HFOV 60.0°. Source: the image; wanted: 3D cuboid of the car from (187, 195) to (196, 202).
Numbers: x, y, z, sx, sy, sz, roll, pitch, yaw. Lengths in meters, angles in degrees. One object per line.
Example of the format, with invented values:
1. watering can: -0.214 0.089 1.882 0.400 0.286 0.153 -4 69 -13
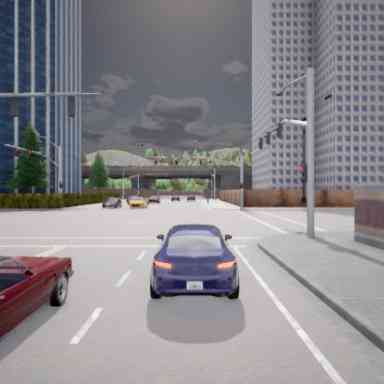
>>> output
1. car: -0.162 1.425 74.567 1.837 1.490 4.892 0 0 0

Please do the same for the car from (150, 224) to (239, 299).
1. car: 0.060 1.520 8.291 1.812 1.442 4.674 0 0 0

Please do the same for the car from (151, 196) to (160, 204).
1. car: -7.168 1.433 63.538 1.882 1.535 5.008 0 0 0

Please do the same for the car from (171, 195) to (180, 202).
1. car: -3.662 1.449 74.560 1.812 1.442 4.674 0 0 0

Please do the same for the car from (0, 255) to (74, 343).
1. car: -3.450 1.597 5.023 1.895 1.301 4.718 0 0 0

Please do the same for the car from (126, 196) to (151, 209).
1. car: -7.184 1.446 44.697 1.882 1.535 5.008 0 0 0

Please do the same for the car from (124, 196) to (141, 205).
1. car: -10.689 1.449 60.225 2.128 1.511 4.902 0 0 0

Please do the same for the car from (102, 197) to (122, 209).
1. car: -10.690 1.460 44.615 2.128 1.511 4.902 0 0 0
